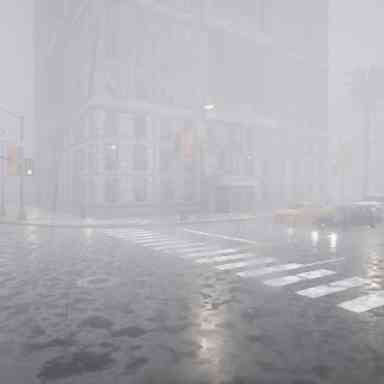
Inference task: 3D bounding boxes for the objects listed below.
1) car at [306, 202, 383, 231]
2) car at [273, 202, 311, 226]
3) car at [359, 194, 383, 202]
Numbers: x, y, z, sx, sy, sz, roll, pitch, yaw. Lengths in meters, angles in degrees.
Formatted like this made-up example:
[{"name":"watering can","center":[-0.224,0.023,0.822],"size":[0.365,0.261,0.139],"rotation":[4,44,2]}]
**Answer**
[{"name":"car","center":[9.871,1.547,20.919],"size":[5.357,1.411,2.033],"rotation":[0,0,-34]},{"name":"car","center":[7.935,1.478,23.831],"size":[5.008,1.535,1.882],"rotation":[0,0,-34]},{"name":"car","center":[16.400,1.221,29.483],"size":[5.566,2.045,2.150],"rotation":[0,0,-33]}]
